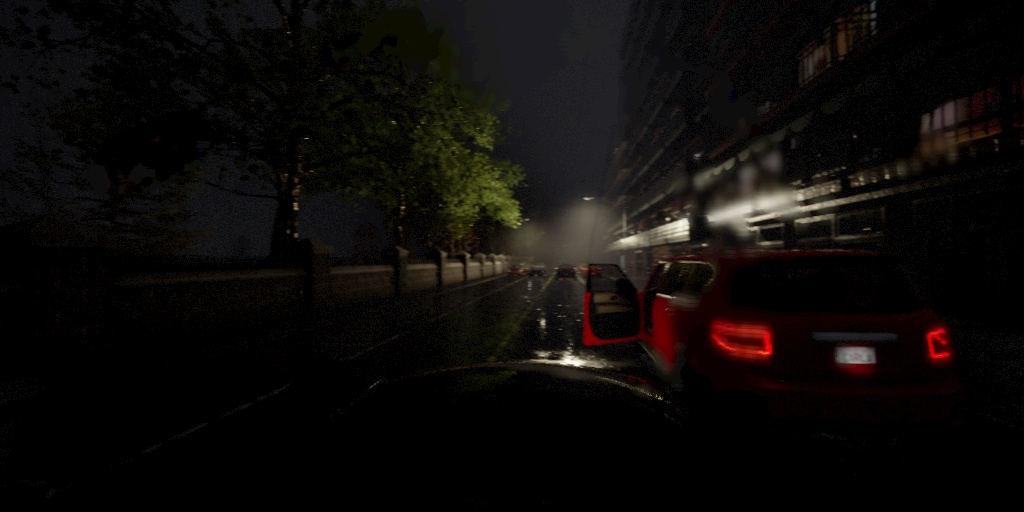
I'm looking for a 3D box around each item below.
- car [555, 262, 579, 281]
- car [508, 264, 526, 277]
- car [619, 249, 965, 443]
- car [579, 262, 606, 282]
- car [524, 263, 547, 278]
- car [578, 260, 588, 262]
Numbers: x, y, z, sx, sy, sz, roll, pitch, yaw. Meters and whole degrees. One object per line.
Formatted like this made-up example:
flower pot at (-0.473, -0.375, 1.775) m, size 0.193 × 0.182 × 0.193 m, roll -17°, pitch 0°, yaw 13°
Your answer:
car at (5.270, 1.549, 35.117) m, size 1.882 × 1.535 × 5.008 m, roll -1°, pitch -1°, yaw 8°
car at (0.674, 1.703, 43.443) m, size 1.967 × 1.591 × 4.097 m, roll 0°, pitch 0°, yaw 8°
car at (3.301, 0.960, 5.688) m, size 2.150 × 2.045 × 5.566 m, roll -1°, pitch -1°, yaw 8°
car at (8.150, 1.585, 36.661) m, size 1.888 × 1.381 × 4.507 m, roll 0°, pitch 0°, yaw 8°
car at (2.891, 1.784, 40.357) m, size 1.895 × 1.301 × 4.718 m, roll -1°, pitch -1°, yaw 9°
car at (9.780, 1.596, 47.802) m, size 1.967 × 1.591 × 4.097 m, roll 0°, pitch 0°, yaw 8°
